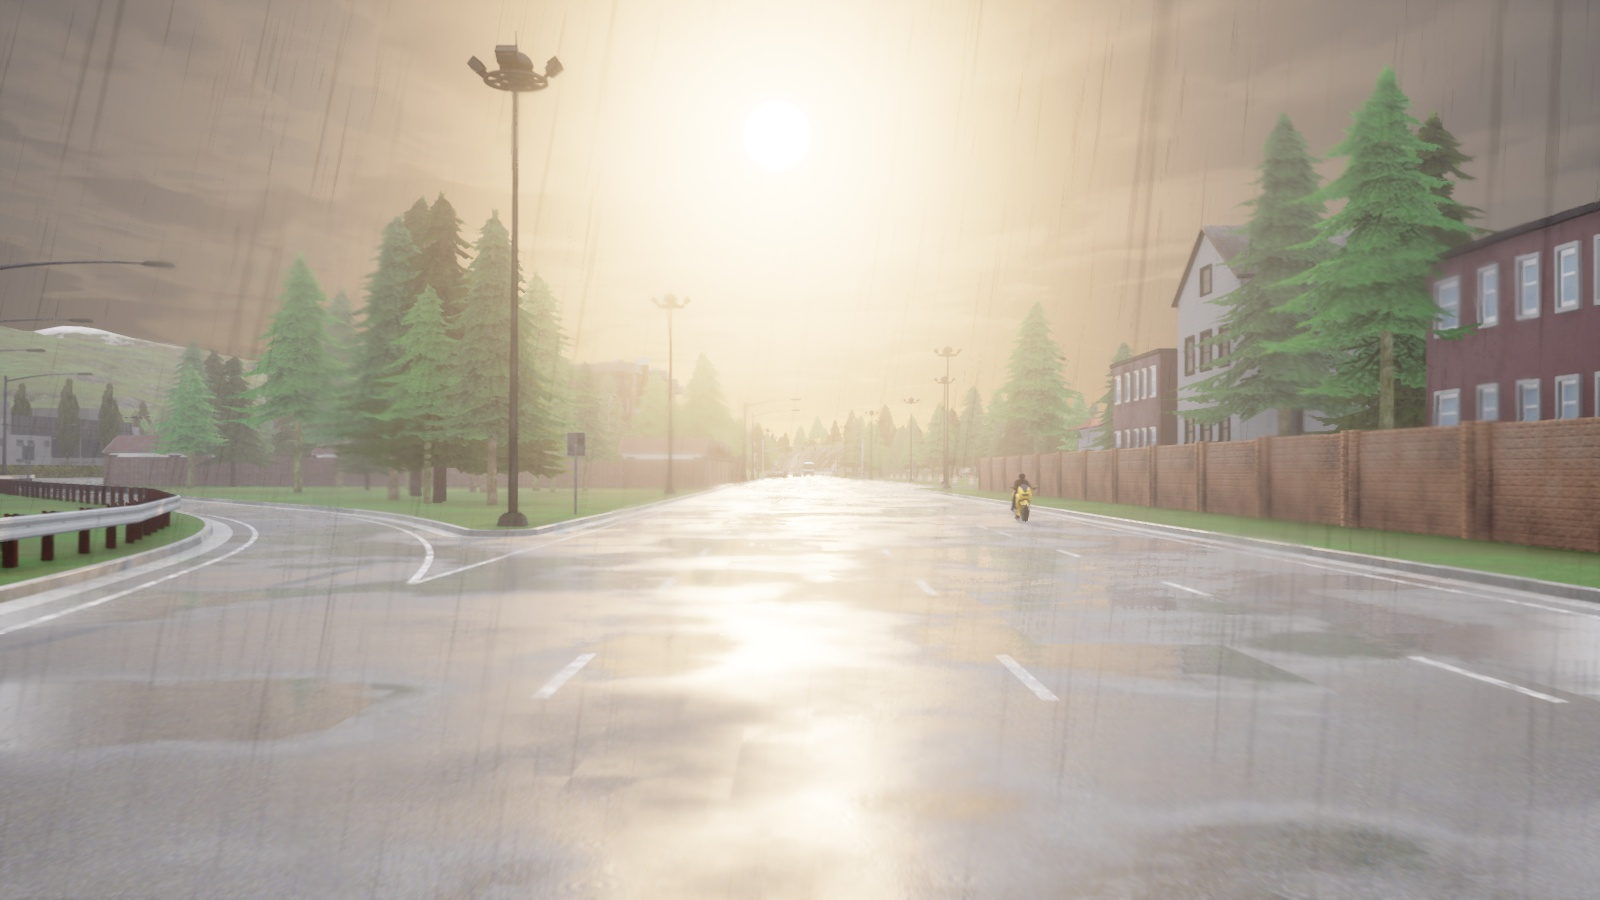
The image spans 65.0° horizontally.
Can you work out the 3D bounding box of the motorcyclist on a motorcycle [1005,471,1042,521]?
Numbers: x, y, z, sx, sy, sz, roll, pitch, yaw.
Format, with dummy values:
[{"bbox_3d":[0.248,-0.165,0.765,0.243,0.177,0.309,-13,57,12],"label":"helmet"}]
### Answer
[{"bbox_3d":[6.958,1.425,39.225,0.797,1.523,2.044,0,-1,1],"label":"motorcyclist on a motorcycle"}]
